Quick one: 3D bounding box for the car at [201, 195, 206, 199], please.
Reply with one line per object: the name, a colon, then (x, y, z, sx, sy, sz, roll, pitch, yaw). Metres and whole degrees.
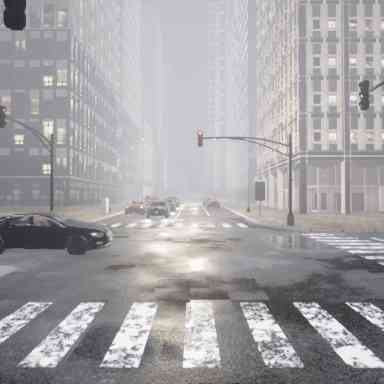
car: (2.918, 1.547, 56.270, 1.752, 1.417, 4.829, 1, 0, 0)

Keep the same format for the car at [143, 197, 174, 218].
car: (-2.985, 1.516, 30.302, 1.837, 1.490, 4.892, 0, 0, 0)

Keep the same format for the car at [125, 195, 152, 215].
car: (-5.546, 1.452, 33.764, 1.967, 1.590, 4.097, 1, 0, 0)

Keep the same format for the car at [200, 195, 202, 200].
car: (2.938, 1.589, 61.677, 1.947, 1.339, 4.313, 1, 0, 0)

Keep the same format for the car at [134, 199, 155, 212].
car: (-5.528, 1.596, 39.339, 1.802, 1.307, 4.206, 1, 0, 0)

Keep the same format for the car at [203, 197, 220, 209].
car: (2.873, 1.599, 44.944, 1.802, 1.307, 4.206, 1, 0, 0)

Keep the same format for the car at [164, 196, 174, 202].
car: (-5.379, 1.581, 78.365, 2.008, 1.369, 4.403, 1, 0, 0)

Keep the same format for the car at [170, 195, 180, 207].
car: (-2.904, 1.371, 49.826, 2.097, 1.767, 4.553, 0, 0, 0)

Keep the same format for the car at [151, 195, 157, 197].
car: (-5.501, 1.332, 44.915, 2.192, 1.841, 5.009, 1, 0, 0)

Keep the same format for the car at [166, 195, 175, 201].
car: (-5.358, 1.577, 83.940, 1.887, 1.381, 4.507, 1, 0, 0)

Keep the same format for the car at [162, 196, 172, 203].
car: (-5.400, 1.572, 72.790, 1.887, 1.381, 4.507, 1, 0, 0)

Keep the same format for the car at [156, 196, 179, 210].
car: (-2.948, 1.519, 39.752, 1.837, 1.490, 4.892, 0, 0, 0)

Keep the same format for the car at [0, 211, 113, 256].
car: (-5.505, 1.498, 12.505, 4.902, 1.511, 2.128, 0, 0, 0)

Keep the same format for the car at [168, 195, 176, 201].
car: (-5.337, 1.586, 89.515, 2.008, 1.369, 4.403, 1, 0, 0)

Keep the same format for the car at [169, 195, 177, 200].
car: (-5.316, 1.604, 95.090, 1.947, 1.339, 4.313, 1, 0, 0)
